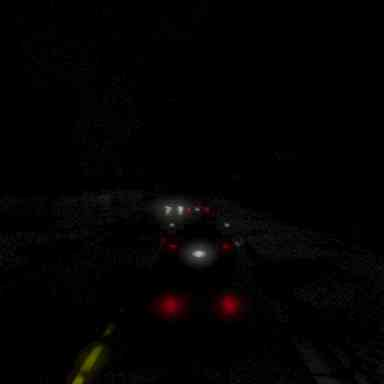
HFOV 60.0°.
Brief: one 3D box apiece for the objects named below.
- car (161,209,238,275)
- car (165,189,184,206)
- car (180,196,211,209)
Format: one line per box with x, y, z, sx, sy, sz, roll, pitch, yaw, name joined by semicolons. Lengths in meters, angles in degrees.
0.220;1.421;9.960;1.994;1.385;4.181;0;1;1;car
-2.158;0.695;42.732;2.150;2.045;5.566;0;1;1;car
0.463;1.202;25.111;2.033;1.411;5.357;0;1;1;car
